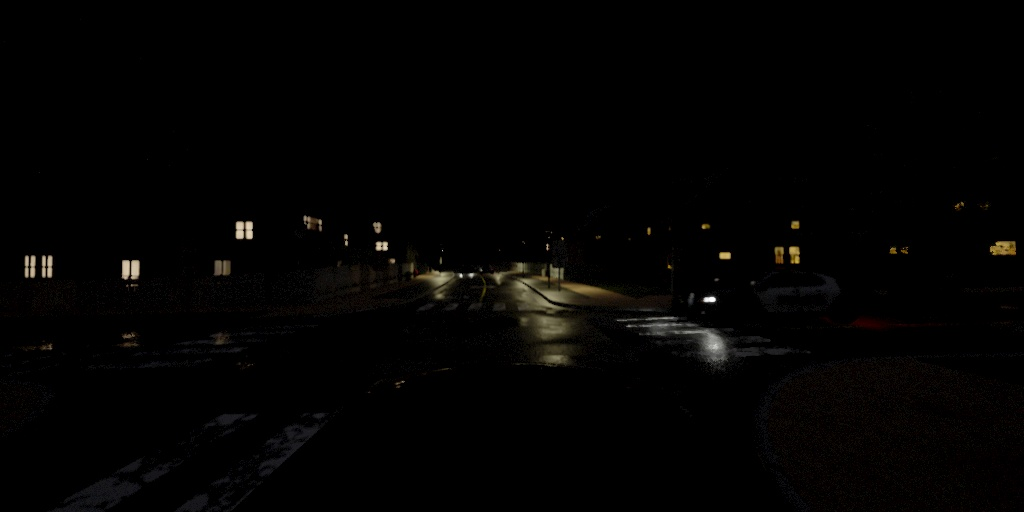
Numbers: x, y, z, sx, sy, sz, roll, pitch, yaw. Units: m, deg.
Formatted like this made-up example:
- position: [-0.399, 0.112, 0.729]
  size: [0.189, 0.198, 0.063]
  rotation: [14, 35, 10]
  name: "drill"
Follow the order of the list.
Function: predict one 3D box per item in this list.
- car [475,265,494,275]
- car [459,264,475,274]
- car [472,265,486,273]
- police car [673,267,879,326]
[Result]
- position: [-3.778, 1.983, 52.427]
  size: [2.033, 1.411, 5.357]
  rotation: [0, -1, -10]
  name: "car"
- position: [-7.388, 2.002, 56.885]
  size: [1.882, 1.535, 5.008]
  rotation: [0, -1, -10]
  name: "car"
- position: [-5.789, 2.205, 62.739]
  size: [1.994, 1.385, 4.181]
  rotation: [0, -1, -13]
  name: "car"
- position: [7.442, 1.118, 10.537]
  size: [4.974, 1.542, 2.038]
  rotation: [-2, -1, 0]
  name: "police car"
